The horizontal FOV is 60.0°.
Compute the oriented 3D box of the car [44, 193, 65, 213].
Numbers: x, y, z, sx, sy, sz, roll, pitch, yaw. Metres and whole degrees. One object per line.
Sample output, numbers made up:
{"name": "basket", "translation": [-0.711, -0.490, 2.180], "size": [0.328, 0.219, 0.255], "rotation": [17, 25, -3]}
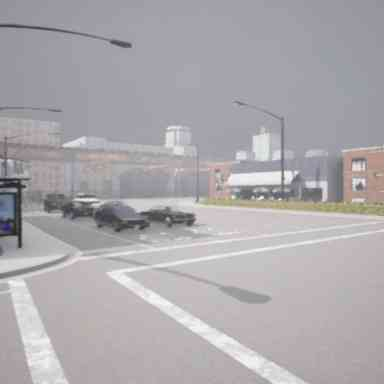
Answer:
{"name": "car", "translation": [-15.333, 1.202, 37.597], "size": [2.150, 2.045, 5.566], "rotation": [0, 1, -29]}

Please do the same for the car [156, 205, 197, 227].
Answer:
{"name": "car", "translation": [-1.664, 1.605, 22.857], "size": [1.895, 1.301, 4.718], "rotation": [-1, 0, -34]}

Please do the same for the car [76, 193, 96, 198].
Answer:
{"name": "car", "translation": [-12.520, 1.177, 39.661], "size": [2.150, 2.045, 5.566], "rotation": [-1, 0, -29]}

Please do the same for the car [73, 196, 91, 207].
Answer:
{"name": "car", "translation": [-16.305, 1.389, 49.365], "size": [1.882, 1.535, 5.008], "rotation": [0, 0, -11]}

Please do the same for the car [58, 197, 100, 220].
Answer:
{"name": "car", "translation": [-9.927, 1.487, 29.014], "size": [1.882, 1.535, 5.008], "rotation": [-1, 0, -33]}

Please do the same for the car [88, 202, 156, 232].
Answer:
{"name": "car", "translation": [-4.549, 1.580, 20.869], "size": [2.033, 1.411, 5.357], "rotation": [-1, 0, -34]}

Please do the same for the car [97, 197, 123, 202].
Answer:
{"name": "car", "translation": [-7.022, 1.529, 30.862], "size": [2.033, 1.411, 5.357], "rotation": [-1, 0, -33]}
